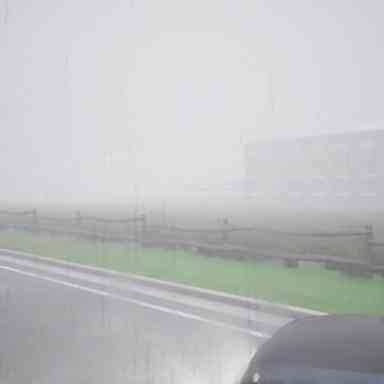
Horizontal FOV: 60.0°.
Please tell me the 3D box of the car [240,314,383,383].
[{"bbox_3d":[2.403,1.562,2.268,4.181,1.385,1.994,0,0,36],"label":"car"}]
